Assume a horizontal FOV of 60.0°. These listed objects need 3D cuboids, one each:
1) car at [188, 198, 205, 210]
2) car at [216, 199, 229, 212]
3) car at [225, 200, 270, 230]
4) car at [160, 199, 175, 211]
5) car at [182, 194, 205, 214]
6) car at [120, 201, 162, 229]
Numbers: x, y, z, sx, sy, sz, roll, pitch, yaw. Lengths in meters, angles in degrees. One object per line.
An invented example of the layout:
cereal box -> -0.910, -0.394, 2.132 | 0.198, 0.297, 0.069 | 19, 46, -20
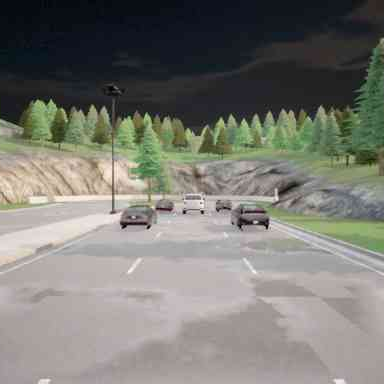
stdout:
car -> 0.653, 1.564, 44.508 | 1.994, 1.385, 4.181 | 0, 0, 6
car -> 3.752, 1.547, 39.120 | 2.033, 1.411, 5.357 | 0, 0, 2
car -> 3.607, 1.491, 21.162 | 2.128, 1.511, 4.902 | 0, 0, 0
car -> -3.210, 1.564, 39.504 | 1.994, 1.385, 4.181 | 0, 0, 2
car -> 0.151, 1.221, 35.159 | 2.150, 2.045, 5.566 | 0, 0, 0
car -> -3.393, 1.547, 21.845 | 2.033, 1.411, 5.357 | 0, 0, 0
